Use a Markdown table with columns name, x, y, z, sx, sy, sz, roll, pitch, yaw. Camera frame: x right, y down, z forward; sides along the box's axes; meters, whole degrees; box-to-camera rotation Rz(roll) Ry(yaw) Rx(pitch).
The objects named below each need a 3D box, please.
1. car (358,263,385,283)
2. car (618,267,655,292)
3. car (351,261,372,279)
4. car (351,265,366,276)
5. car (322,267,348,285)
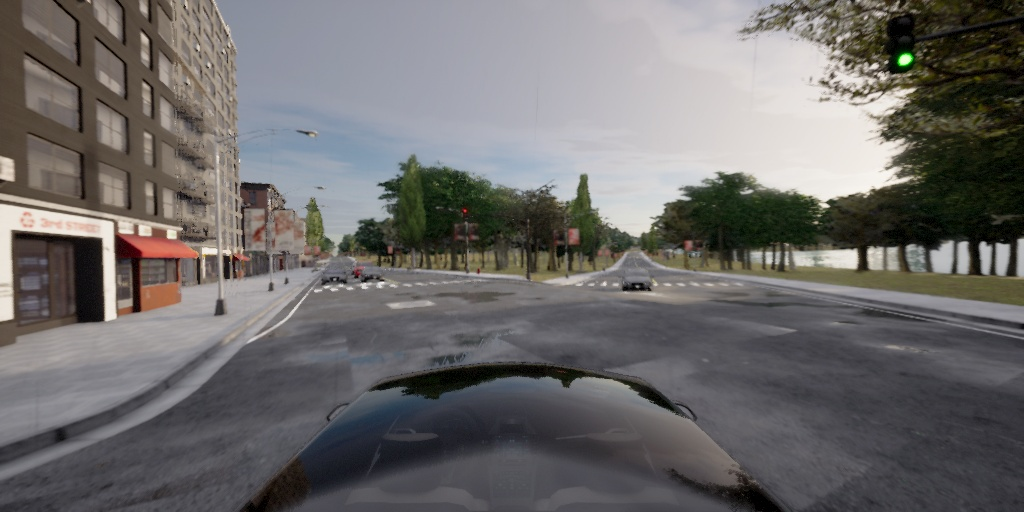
| name | x | y | z | sx | sy | sz | roll | pitch | yaw |
| --- | --- | --- | --- | --- | --- | --- | --- | --- | --- |
| car | -13.553 | 1.732 | 34.771 | 1.837 | 1.490 | 4.892 | -2 | 0 | -26 |
| car | 8.139 | 1.620 | 23.424 | 1.837 | 1.490 | 4.892 | -2 | -2 | 19 |
| car | -17.802 | 1.626 | 43.326 | 2.150 | 2.045 | 5.566 | -2 | 0 | -26 |
| car | -23.811 | 2.195 | 55.542 | 1.837 | 1.490 | 4.892 | -2 | -1 | -26 |
| car | -16.195 | 1.868 | 32.780 | 1.994 | 1.385 | 4.181 | -2 | 0 | -26 |
